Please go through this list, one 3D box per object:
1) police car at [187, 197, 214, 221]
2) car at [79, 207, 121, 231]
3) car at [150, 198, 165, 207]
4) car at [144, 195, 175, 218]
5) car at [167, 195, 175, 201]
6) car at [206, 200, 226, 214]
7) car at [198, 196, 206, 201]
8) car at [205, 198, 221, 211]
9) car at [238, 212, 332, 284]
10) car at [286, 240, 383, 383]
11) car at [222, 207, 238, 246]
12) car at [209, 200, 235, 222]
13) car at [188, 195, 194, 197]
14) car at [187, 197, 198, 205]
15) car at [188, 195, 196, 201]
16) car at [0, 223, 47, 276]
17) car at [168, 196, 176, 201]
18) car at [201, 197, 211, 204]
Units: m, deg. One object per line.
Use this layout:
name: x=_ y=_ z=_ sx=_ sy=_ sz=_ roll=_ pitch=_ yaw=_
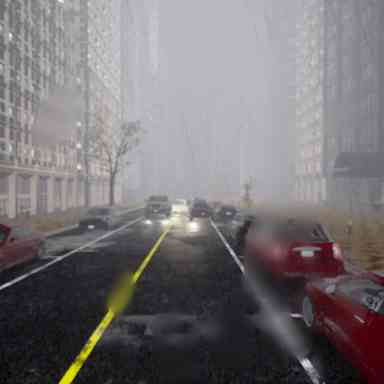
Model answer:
police car: x=0.616 y=1.473 z=27.925 sx=1.930 sy=1.638 sz=5.238 roll=0 pitch=0 yaw=-5
car: x=-5.691 y=1.603 z=20.954 sx=1.947 sy=1.339 sz=4.313 roll=-1 pitch=0 yaw=0
car: x=-5.677 y=1.641 z=54.802 sx=2.008 sy=1.369 sz=4.403 roll=-1 pitch=0 yaw=0
car: x=-3.084 y=1.278 z=31.124 sx=2.150 sy=2.045 sz=5.566 roll=0 pitch=-1 yaw=0
car: x=-5.665 y=1.661 z=88.481 sx=1.752 sy=1.417 sz=4.829 roll=-1 pitch=0 yaw=0
car: x=2.696 y=1.609 z=37.882 sx=1.887 sy=1.381 sz=4.507 roll=-1 pitch=0 yaw=0
car: x=2.717 y=1.686 z=88.666 sx=2.008 sy=1.369 sz=4.403 roll=-1 pitch=0 yaw=0
car: x=2.699 y=1.599 z=43.694 sx=1.752 sy=1.417 sz=4.829 roll=-1 pitch=0 yaw=0
car: x=2.685 y=1.457 z=9.668 sx=1.967 sy=1.590 sz=4.097 roll=-1 pitch=0 yaw=0
car: x=2.684 y=1.589 z=4.025 sx=1.802 sy=1.307 sz=4.206 roll=-1 pitch=0 yaw=0
car: x=2.688 y=1.593 z=15.310 sx=1.947 sy=1.339 sz=4.313 roll=-1 pitch=0 yaw=0
car: x=2.693 y=1.612 z=26.597 sx=1.947 sy=1.339 sz=4.313 roll=-1 pitch=0 yaw=0
car: x=0.864 y=1.425 z=43.829 sx=2.097 sy=1.767 sz=4.553 roll=0 pitch=0 yaw=0
car: x=0.023 y=1.665 z=62.195 sx=1.994 sy=1.385 sz=4.181 roll=0 pitch=0 yaw=0
car: x=0.031 y=1.540 z=82.854 sx=1.994 sy=1.385 sz=4.181 roll=0 pitch=0 yaw=0
car: x=-5.694 y=1.599 z=9.672 sx=1.802 sy=1.307 sz=4.206 roll=-1 pitch=0 yaw=0
car: x=-5.661 y=1.724 z=94.292 sx=1.802 sy=1.307 sz=4.206 roll=-1 pitch=0 yaw=0
car: x=2.707 y=1.651 z=66.096 sx=1.887 sy=1.381 sz=4.507 roll=-1 pitch=0 yaw=0
